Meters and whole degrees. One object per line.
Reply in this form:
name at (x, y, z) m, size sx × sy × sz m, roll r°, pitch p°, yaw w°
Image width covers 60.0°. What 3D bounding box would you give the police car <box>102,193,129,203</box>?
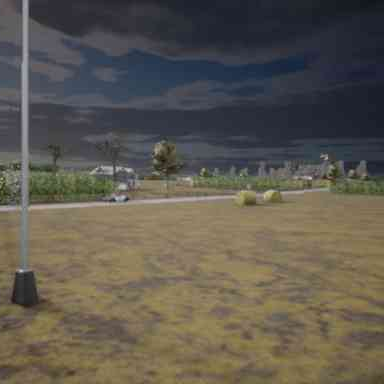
police car at (-13.168, 1.002, 57.081) m, size 2.038 × 1.542 × 4.974 m, roll 3°, pitch 2°, yaw 36°
